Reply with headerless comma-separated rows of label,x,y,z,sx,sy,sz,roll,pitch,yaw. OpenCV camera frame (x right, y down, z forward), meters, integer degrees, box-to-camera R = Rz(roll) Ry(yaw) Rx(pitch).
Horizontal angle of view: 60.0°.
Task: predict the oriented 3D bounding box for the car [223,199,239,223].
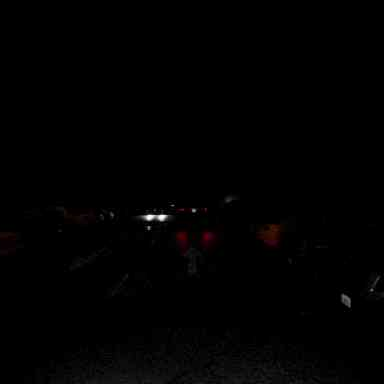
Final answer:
car,5.027,1.492,24.254,5.008,1.535,2.097,0,0,0

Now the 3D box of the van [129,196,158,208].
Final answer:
van,-7.940,1.578,54.896,4.442,1.987,1.878,0,-1,0

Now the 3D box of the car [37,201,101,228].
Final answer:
car,-8.231,1.487,18.823,5.366,1.575,1.946,0,0,0

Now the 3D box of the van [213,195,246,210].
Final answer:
van,5.143,1.437,46.397,4.442,1.987,1.878,0,-1,0

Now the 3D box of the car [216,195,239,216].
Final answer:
car,5.003,1.242,27.148,5.566,2.045,2.435,0,0,0

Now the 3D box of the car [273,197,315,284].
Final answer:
car,5.009,1.233,7.631,5.566,2.045,2.435,0,0,0

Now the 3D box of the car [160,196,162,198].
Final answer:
car,-8.055,1.890,57.667,4.674,1.452,2.002,0,-1,0

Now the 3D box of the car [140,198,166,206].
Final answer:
car,-8.054,2.044,68.766,5.008,1.535,2.097,0,-1,0

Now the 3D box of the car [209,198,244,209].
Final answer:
car,5.019,1.710,49.163,4.892,1.521,2.231,0,-1,0

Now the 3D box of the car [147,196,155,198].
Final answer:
car,-8.084,1.696,46.565,4.792,1.488,2.163,0,-1,0

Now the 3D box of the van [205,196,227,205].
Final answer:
van,5.136,1.877,71.444,4.442,1.987,1.878,0,-1,0

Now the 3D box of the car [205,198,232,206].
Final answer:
car,5.014,1.940,63.013,4.892,1.521,2.231,0,-1,0

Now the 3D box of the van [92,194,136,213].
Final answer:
van,-8.167,1.270,32.704,4.442,1.987,1.878,0,0,0

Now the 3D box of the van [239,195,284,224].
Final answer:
van,5.151,1.264,18.838,4.442,1.987,1.878,0,0,0

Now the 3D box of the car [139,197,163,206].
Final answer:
car,-8.029,1.865,65.992,4.553,1.767,2.185,0,-1,0

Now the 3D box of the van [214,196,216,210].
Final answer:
van,4.913,1.272,35.467,4.442,1.987,1.878,0,0,0

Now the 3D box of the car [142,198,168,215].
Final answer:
car,-3.604,1.580,34.286,1.994,1.385,4.181,0,0,0

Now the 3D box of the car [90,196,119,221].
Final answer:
car,-8.079,1.367,24.376,4.553,1.767,2.185,0,0,0

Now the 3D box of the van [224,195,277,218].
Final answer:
van,5.148,1.269,29.919,4.442,1.987,1.878,0,0,0

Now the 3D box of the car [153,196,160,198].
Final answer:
car,-8.050,1.758,52.116,5.008,1.535,2.097,0,-1,0

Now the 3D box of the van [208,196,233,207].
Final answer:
van,5.138,1.667,60.247,4.442,1.987,1.878,0,-1,0

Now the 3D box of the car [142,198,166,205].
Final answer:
car,-8.056,2.107,71.538,4.892,1.521,2.231,0,-1,0

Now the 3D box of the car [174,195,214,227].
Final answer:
car,0.129,1.232,23.071,2.150,2.045,5.566,1,0,0

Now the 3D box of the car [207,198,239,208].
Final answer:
car,5.018,1.803,54.828,5.008,1.535,2.097,0,-1,0

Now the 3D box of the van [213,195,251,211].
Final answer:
van,4.911,1.346,40.858,4.442,1.987,1.878,0,-1,0

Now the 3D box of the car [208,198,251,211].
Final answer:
car,4.842,1.614,43.622,5.366,1.575,1.946,0,-1,0

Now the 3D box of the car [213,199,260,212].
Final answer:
car,5.034,1.525,38.085,5.008,1.535,2.097,0,-1,0

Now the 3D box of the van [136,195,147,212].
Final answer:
van,-8.169,1.348,41.016,4.442,1.987,1.878,0,-1,0

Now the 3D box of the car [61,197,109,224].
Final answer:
car,-8.078,1.365,21.600,4.553,1.767,2.185,0,0,0

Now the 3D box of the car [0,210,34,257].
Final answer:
car,-8.229,1.482,10.495,5.366,1.575,1.946,0,0,0

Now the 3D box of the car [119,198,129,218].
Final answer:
car,-8.054,1.493,27.152,5.008,1.535,2.097,0,0,0

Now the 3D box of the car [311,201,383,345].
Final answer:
car,5.010,1.231,4.861,5.566,2.045,2.435,0,0,0

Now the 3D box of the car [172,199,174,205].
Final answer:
car,-3.523,2.148,76.120,1.882,1.535,5.008,0,-2,0

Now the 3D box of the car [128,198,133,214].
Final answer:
car,-8.046,1.535,29.928,4.674,1.452,2.002,0,0,0

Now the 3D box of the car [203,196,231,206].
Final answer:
car,5.047,1.787,68.553,5.566,2.045,2.435,0,-1,0

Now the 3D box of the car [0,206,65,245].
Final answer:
car,-8.038,1.488,13.271,4.892,1.521,2.231,0,0,0

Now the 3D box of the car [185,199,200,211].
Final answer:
car,0.087,1.629,42.830,1.837,1.490,4.892,0,-1,0

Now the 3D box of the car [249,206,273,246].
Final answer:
car,5.030,1.486,13.173,5.008,1.535,2.097,0,0,0

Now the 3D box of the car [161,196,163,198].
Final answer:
car,-8.087,1.691,63.223,5.566,2.045,2.435,0,-1,0

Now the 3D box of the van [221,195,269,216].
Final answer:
van,5.146,1.270,32.564,4.442,1.987,1.878,0,0,0

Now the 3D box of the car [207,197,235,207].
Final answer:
car,4.991,1.721,57.476,4.553,1.767,2.185,0,-1,0

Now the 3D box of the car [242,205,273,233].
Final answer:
car,5.038,1.528,16.068,4.674,1.452,2.002,0,0,0

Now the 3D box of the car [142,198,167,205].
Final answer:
car,-8.248,2.172,74.306,5.366,1.575,1.946,0,-1,0

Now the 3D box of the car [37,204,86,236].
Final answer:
car,-8.051,1.489,16.047,4.892,1.521,2.231,0,0,0
